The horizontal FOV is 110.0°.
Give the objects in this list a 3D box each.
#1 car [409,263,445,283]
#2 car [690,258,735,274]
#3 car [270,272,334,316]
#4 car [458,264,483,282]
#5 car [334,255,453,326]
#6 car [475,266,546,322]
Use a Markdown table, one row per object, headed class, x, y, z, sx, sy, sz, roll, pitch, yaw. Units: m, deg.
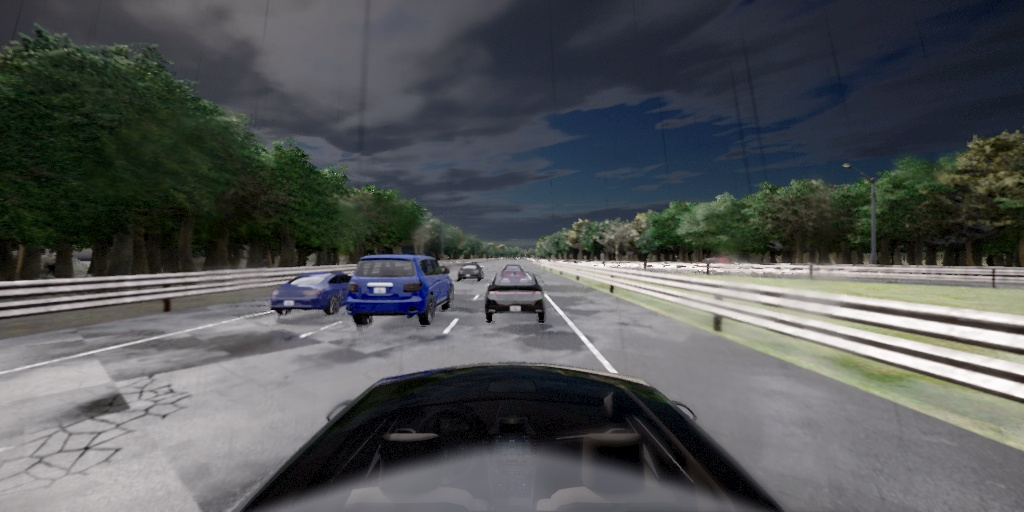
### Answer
| class | x | y | z | sx | sy | sz | roll | pitch | yaw |
| --- | --- | --- | --- | --- | --- | --- | --- | --- | --- |
| car | -6.914 | 1.365 | 29.504 | 1.994 | 1.385 | 4.181 | 0 | 0 | 0 |
| car | 26.243 | 1.293 | 47.108 | 2.150 | 2.045 | 5.566 | 0 | 0 | -23 |
| car | -6.907 | 1.301 | 13.404 | 1.812 | 1.442 | 4.674 | 0 | 0 | 0 |
| car | -3.412 | 1.350 | 30.050 | 1.812 | 1.442 | 4.674 | 0 | 0 | 0 |
| car | -3.410 | 0.992 | 11.935 | 2.150 | 2.045 | 5.566 | 0 | 0 | 0 |
| car | 0.095 | 1.264 | 12.444 | 2.128 | 1.511 | 4.902 | 0 | 0 | 0 |
